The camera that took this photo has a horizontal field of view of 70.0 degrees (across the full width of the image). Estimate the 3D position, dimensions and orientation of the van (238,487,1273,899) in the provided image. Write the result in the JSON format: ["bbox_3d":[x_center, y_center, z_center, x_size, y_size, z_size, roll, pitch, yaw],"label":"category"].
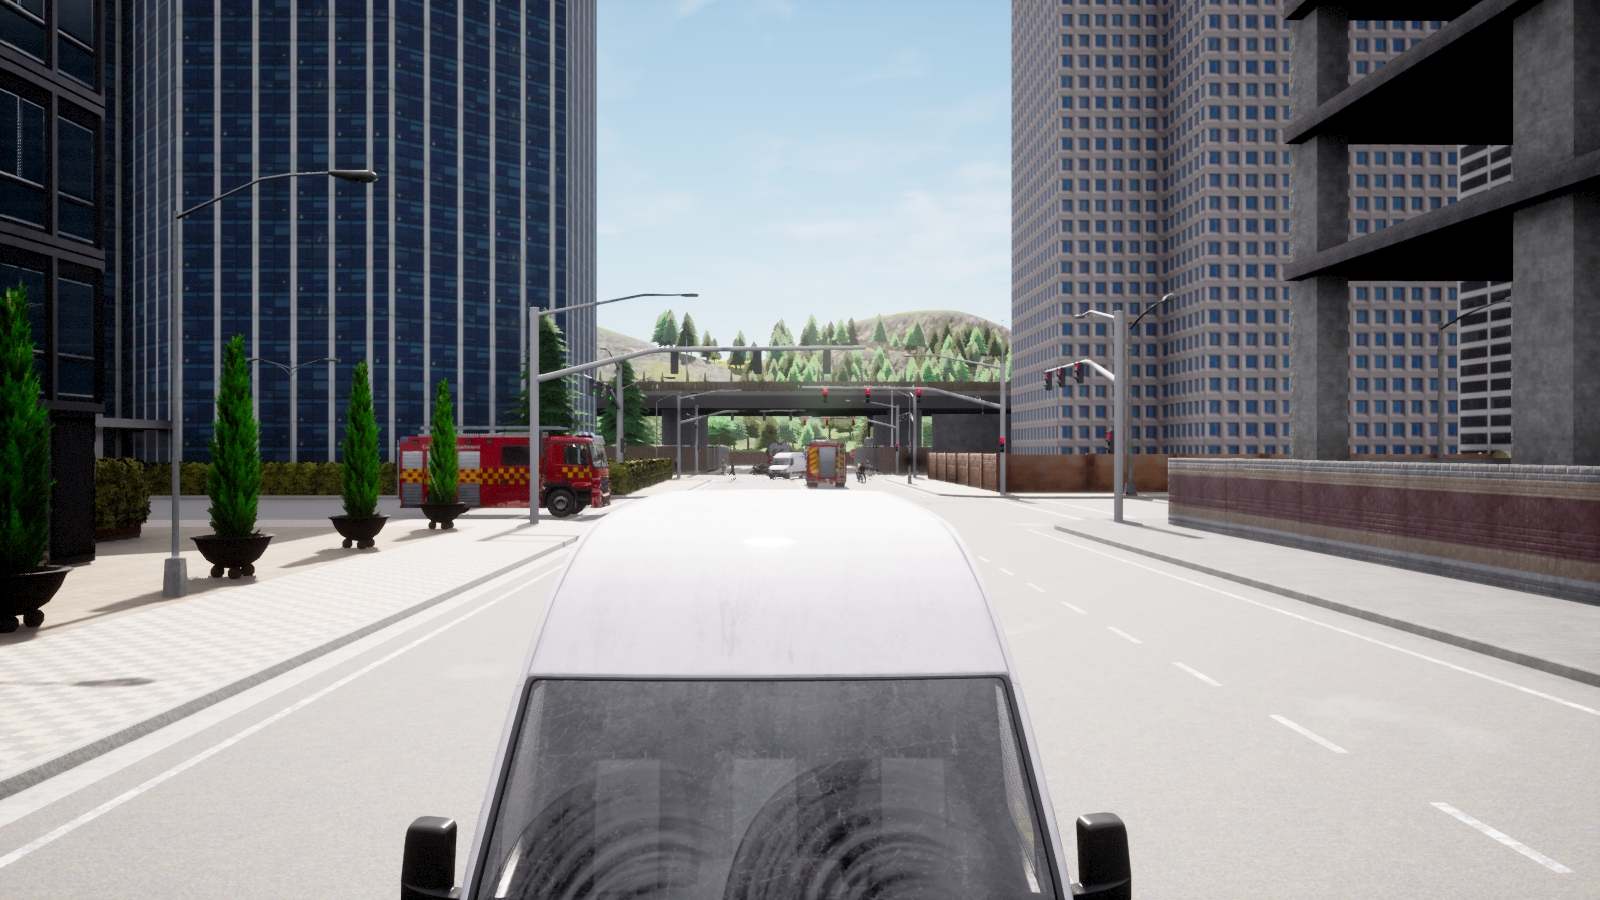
[{"bbox_3d":[-0.128,1.535,5.152,1.988,2.561,5.915,0,0,-1],"label":"van"}]

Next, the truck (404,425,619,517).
[{"bbox_3d":[-12.239,0.890,48.946,8.468,3.827,2.891,0,0,0],"label":"truck"}]
